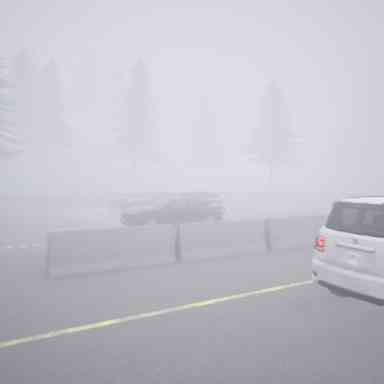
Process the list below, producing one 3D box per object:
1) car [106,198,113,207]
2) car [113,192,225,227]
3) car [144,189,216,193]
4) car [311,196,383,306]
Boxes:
[{"bbox_3d":[-3.899,0.627,26.248,5.357,1.411,2.033,0,2,-31],"label":"car"},{"bbox_3d":[-0.861,0.957,15.802,5.008,1.535,1.882,0,2,-32],"label":"car"},{"bbox_3d":[-0.252,0.702,20.270,4.553,1.767,2.097,0,2,-31],"label":"car"},{"bbox_3d":[4.876,1.116,6.748,5.566,2.045,2.150,0,2,-32],"label":"car"}]
